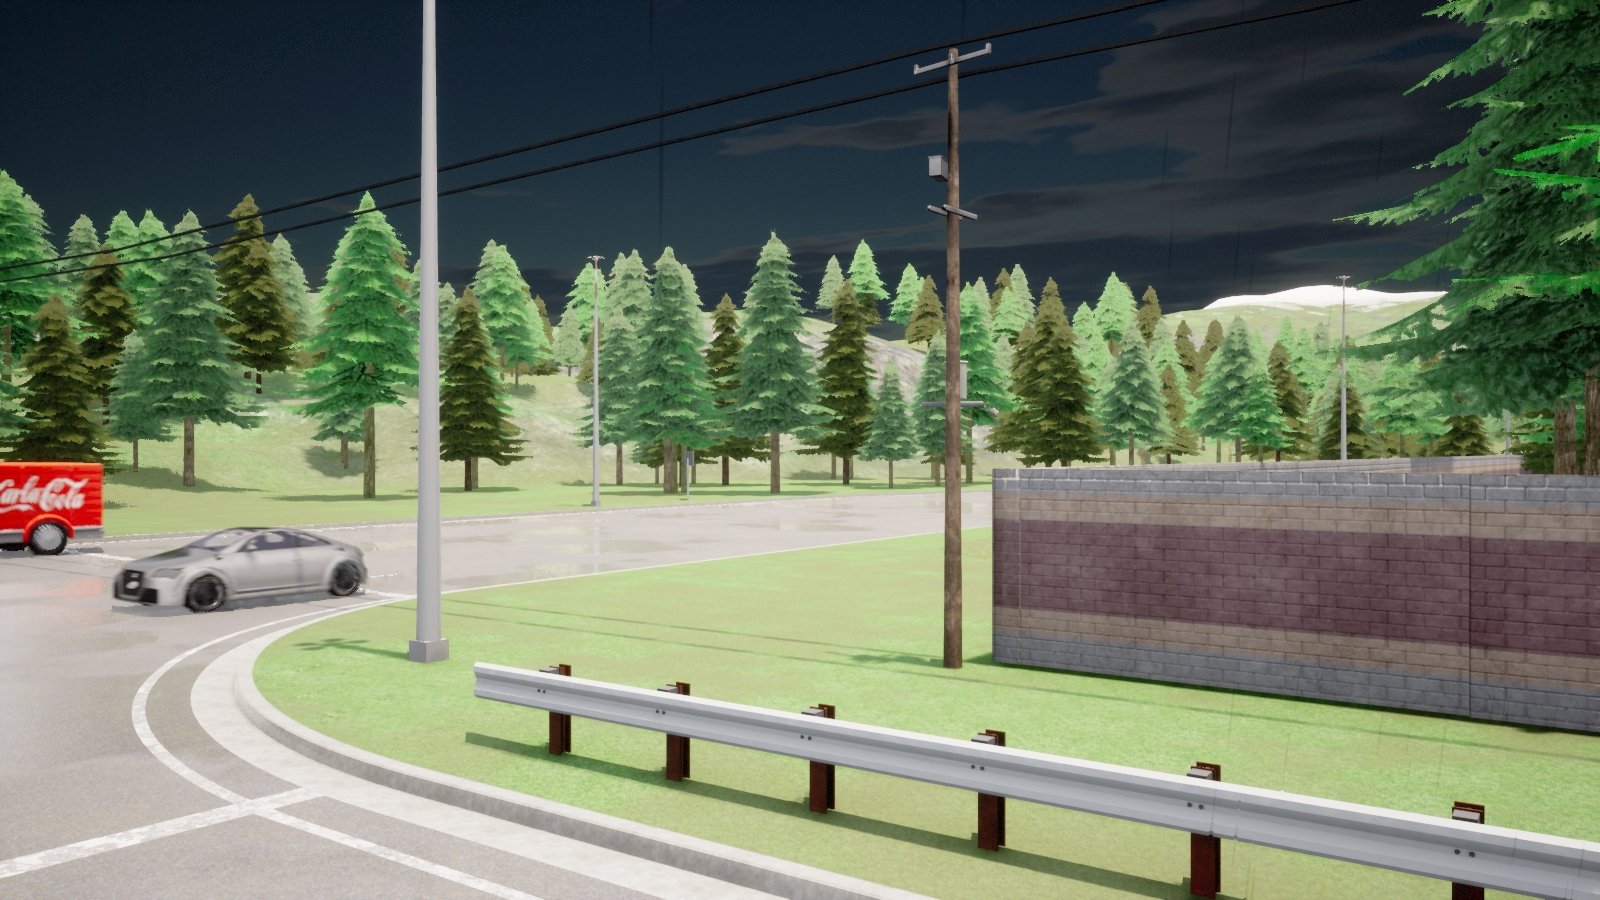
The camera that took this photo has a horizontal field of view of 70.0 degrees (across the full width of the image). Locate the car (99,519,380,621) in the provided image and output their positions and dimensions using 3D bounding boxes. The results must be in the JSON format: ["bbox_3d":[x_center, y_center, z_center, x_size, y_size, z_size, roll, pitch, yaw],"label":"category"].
[{"bbox_3d":[-10.154,2.105,20.982,1.994,1.385,4.181,0,0,35],"label":"car"}]

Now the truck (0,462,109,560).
[{"bbox_3d":[-21.267,1.550,29.509,2.627,2.467,5.204,0,0,35],"label":"truck"}]

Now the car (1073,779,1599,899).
[{"bbox_3d":[3.010,1.982,1.681,5.238,1.638,2.097,0,0,35],"label":"car"}]
